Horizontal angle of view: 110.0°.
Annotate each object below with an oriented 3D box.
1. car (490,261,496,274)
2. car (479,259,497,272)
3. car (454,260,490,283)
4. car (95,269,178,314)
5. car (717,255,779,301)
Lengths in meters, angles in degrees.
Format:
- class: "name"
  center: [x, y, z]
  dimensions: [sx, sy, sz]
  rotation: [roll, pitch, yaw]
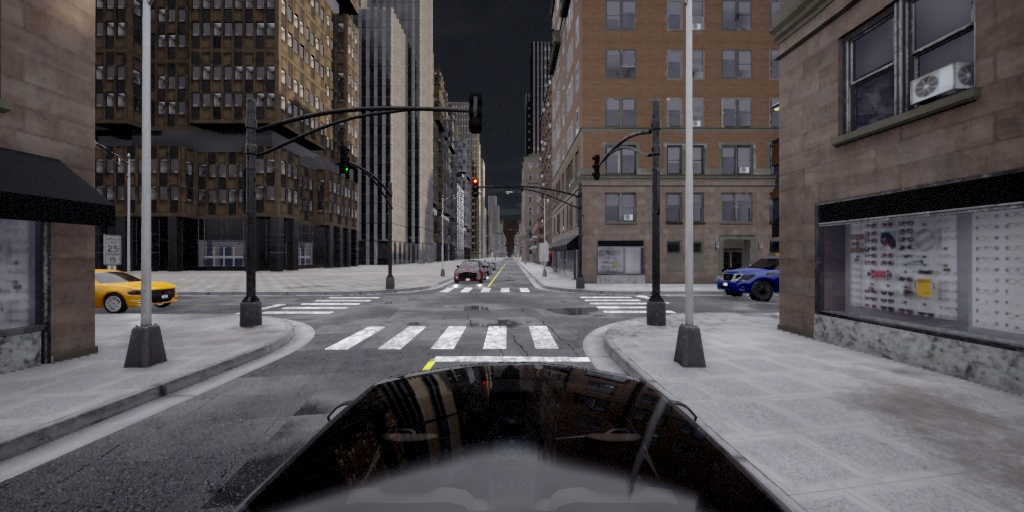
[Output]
- class: "car"
  center: [-3.171, 1.299, 38.098]
  dimensions: [2.033, 1.411, 5.357]
  rotation: [0, 0, 0]
- class: "car"
  center: [-3.183, 1.243, 48.516]
  dimensions: [2.128, 1.511, 4.902]
  rotation: [0, 0, 0]
- class: "car"
  center: [-3.156, 1.103, 27.840]
  dimensions: [2.097, 1.767, 4.553]
  rotation: [0, 0, 0]
- class: "car"
  center: [-15.367, 1.232, 13.272]
  dimensions: [5.008, 1.535, 1.882]
  rotation: [0, 0, 0]
- class: "car"
  center: [12.702, 0.972, 16.723]
  dimensions: [5.566, 2.045, 2.150]
  rotation: [0, 0, -1]
